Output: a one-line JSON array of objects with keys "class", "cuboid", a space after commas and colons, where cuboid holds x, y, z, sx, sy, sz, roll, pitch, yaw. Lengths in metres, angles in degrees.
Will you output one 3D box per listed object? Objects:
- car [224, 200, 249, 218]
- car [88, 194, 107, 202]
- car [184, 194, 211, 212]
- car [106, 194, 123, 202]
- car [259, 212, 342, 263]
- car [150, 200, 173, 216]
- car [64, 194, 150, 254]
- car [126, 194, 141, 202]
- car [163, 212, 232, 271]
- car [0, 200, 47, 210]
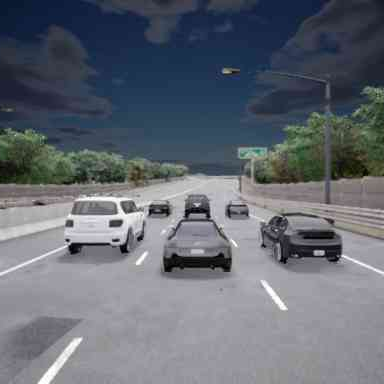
[{"class": "car", "cuboid": [4.020, 1.481, 30.346, 2.128, 1.511, 4.902, 0, 0, 2]}, {"class": "car", "cuboid": [-19.067, 1.224, 67.429, 2.033, 1.411, 5.357, 0, 1, 3]}, {"class": "car", "cuboid": [0.495, 1.209, 29.625, 2.150, 2.045, 5.566, 0, 0, 1]}, {"class": "car", "cuboid": [-15.574, 1.229, 67.212, 2.033, 1.411, 5.357, 0, 1, 3]}, {"class": "car", "cuboid": [3.678, 1.502, 11.988, 1.837, 1.490, 4.892, 0, 0, 1]}, {"class": "car", "cuboid": [-2.943, 1.461, 31.866, 1.882, 1.535, 5.008, 0, 0, 2]}, {"class": "car", "cuboid": [-3.307, 1.213, 13.640, 2.150, 2.045, 5.566, 0, 0, 1]}, {"class": "car", "cuboid": [-11.979, 1.135, 68.767, 1.882, 1.535, 5.008, 0, 1, 3]}, {"class": "car", "cuboid": [0.168, 1.559, 10.913, 1.994, 1.385, 4.181, 0, 0, 1]}, {"class": "car", "cuboid": [-13.746, 1.482, 27.828, 1.837, 1.490, 4.892, 0, 0, 1]}]
